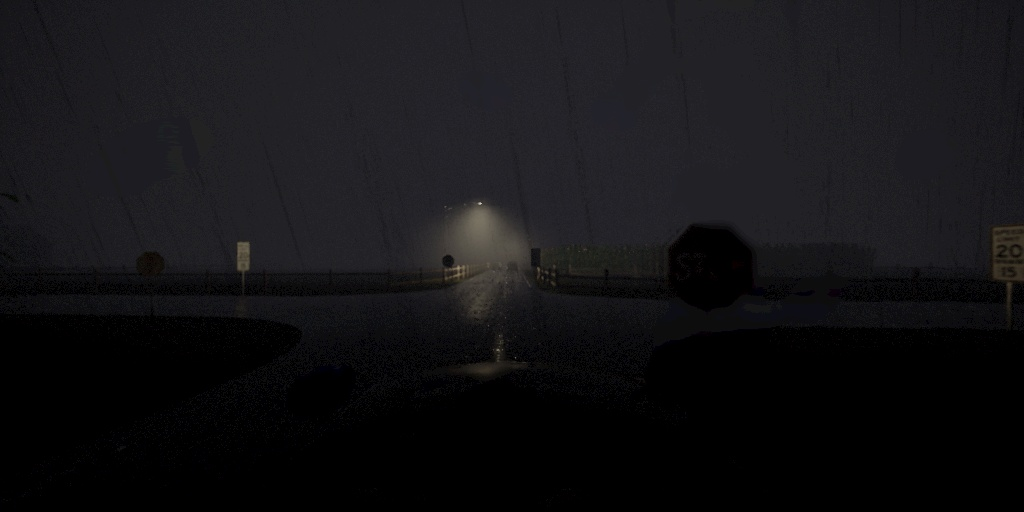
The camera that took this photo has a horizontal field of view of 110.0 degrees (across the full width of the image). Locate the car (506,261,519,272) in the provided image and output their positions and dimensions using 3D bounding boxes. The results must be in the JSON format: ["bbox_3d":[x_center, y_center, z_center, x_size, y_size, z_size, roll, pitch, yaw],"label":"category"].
[{"bbox_3d":[0.044,1.945,61.823,1.837,1.490,4.892,0,-1,0],"label":"car"}]
